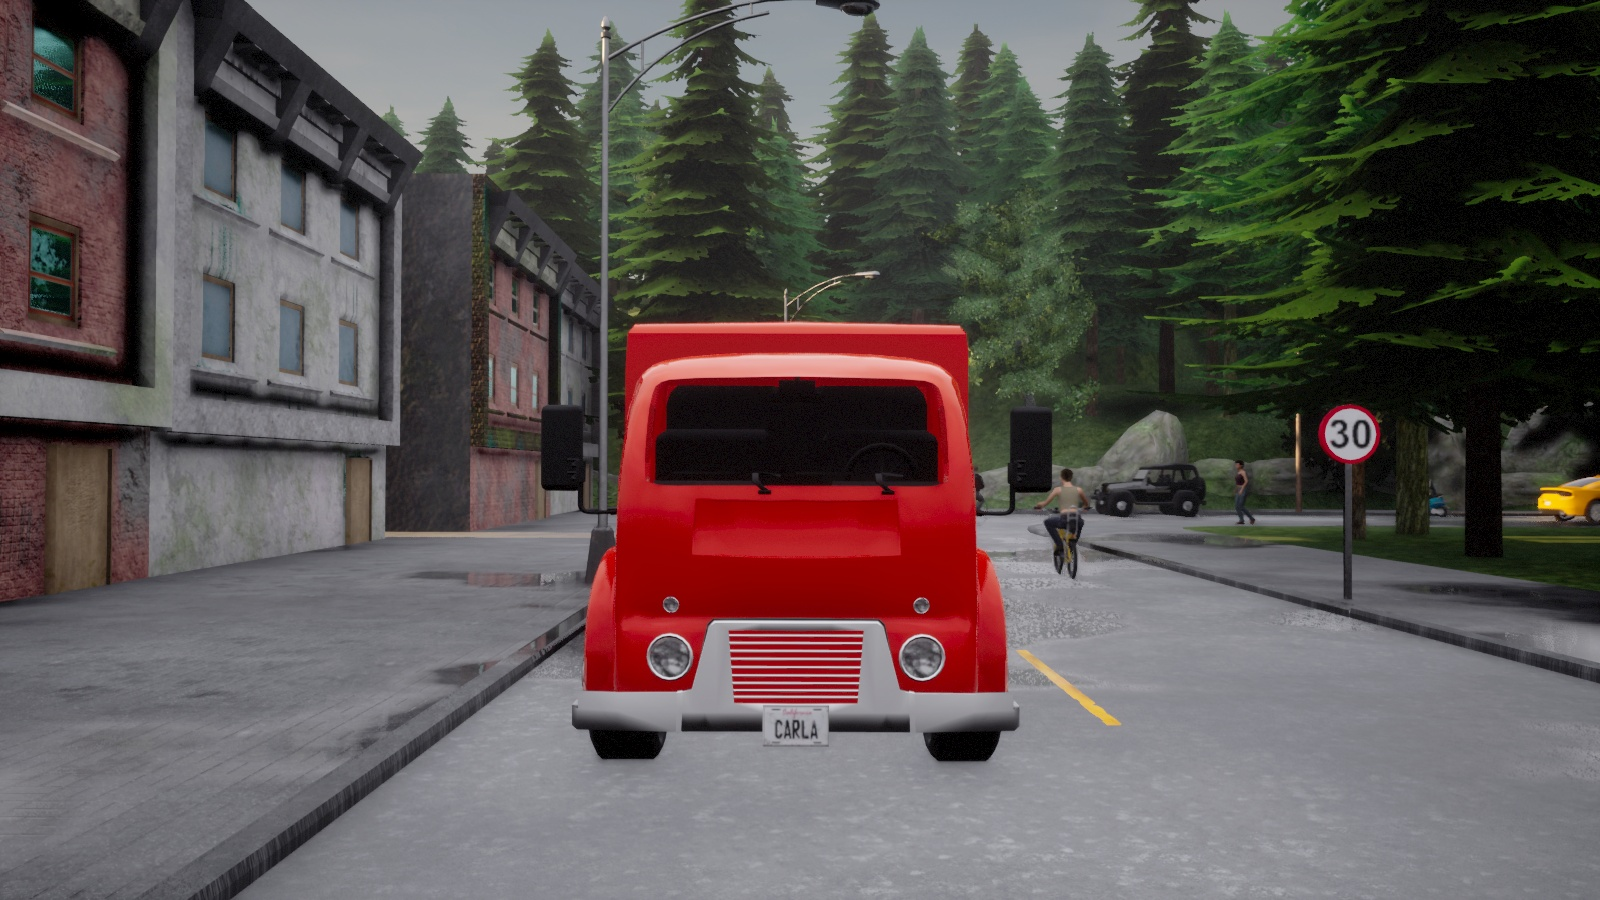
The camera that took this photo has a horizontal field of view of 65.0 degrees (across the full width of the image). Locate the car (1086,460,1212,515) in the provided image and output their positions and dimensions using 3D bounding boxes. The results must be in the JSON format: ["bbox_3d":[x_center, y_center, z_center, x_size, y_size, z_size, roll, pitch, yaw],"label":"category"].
[{"bbox_3d":[12.250,1.302,44.205,3.866,1.878,1.905,0,-1,-2],"label":"car"}]

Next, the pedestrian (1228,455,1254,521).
[{"bbox_3d":[12.295,1.062,35.013,0.594,1.836,0.345,0,-1,-4],"label":"pedestrian"}]

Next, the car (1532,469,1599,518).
[{"bbox_3d":[26.612,1.362,40.389,5.008,1.535,1.882,0,-1,0],"label":"car"}]

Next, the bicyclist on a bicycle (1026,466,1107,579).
[{"bbox_3d":[3.952,1.050,18.753,0.866,1.612,1.509,0,-1,0],"label":"bicyclist on a bicycle"}]

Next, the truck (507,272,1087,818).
[{"bbox_3d":[-0.024,0.465,8.307,2.627,2.467,5.204,0,-1,0],"label":"truck"}]

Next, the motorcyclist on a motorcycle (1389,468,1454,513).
[{"bbox_3d":[21.936,1.423,44.348,1.817,1.590,0.866,0,-1,0],"label":"motorcyclist on a motorcycle"}]
